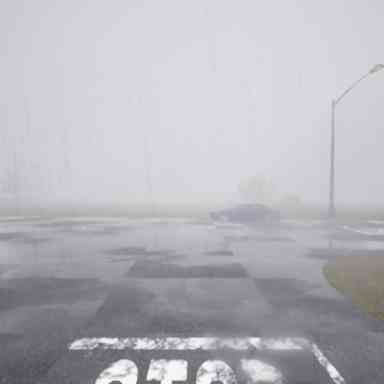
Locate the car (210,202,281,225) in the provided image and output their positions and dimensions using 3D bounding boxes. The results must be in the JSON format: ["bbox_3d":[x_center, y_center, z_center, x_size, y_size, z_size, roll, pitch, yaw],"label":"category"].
[{"bbox_3d":[3.824,1.499,23.870,5.008,1.535,1.882,1,1,0],"label":"car"}]
